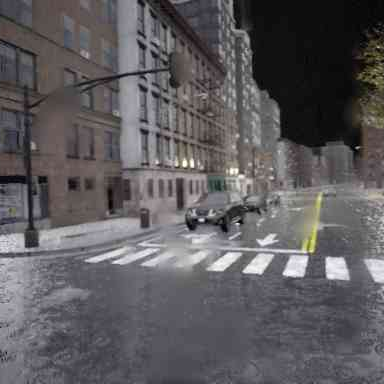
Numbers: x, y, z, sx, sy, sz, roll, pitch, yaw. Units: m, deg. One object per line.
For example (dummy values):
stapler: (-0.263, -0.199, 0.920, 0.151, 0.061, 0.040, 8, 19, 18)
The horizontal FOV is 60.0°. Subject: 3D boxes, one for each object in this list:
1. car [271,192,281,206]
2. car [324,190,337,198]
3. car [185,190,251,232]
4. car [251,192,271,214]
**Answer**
car: (8.945, 0.775, 37.775, 2.128, 1.511, 4.902, -1, 1, 22)
car: (22.316, 0.283, 53.810, 1.895, 1.301, 4.718, -1, 1, 21)
car: (1.500, 0.953, 18.750, 2.150, 2.045, 5.566, -1, 1, 22)
car: (5.171, 0.994, 28.174, 1.882, 1.535, 5.008, -1, 1, 21)
